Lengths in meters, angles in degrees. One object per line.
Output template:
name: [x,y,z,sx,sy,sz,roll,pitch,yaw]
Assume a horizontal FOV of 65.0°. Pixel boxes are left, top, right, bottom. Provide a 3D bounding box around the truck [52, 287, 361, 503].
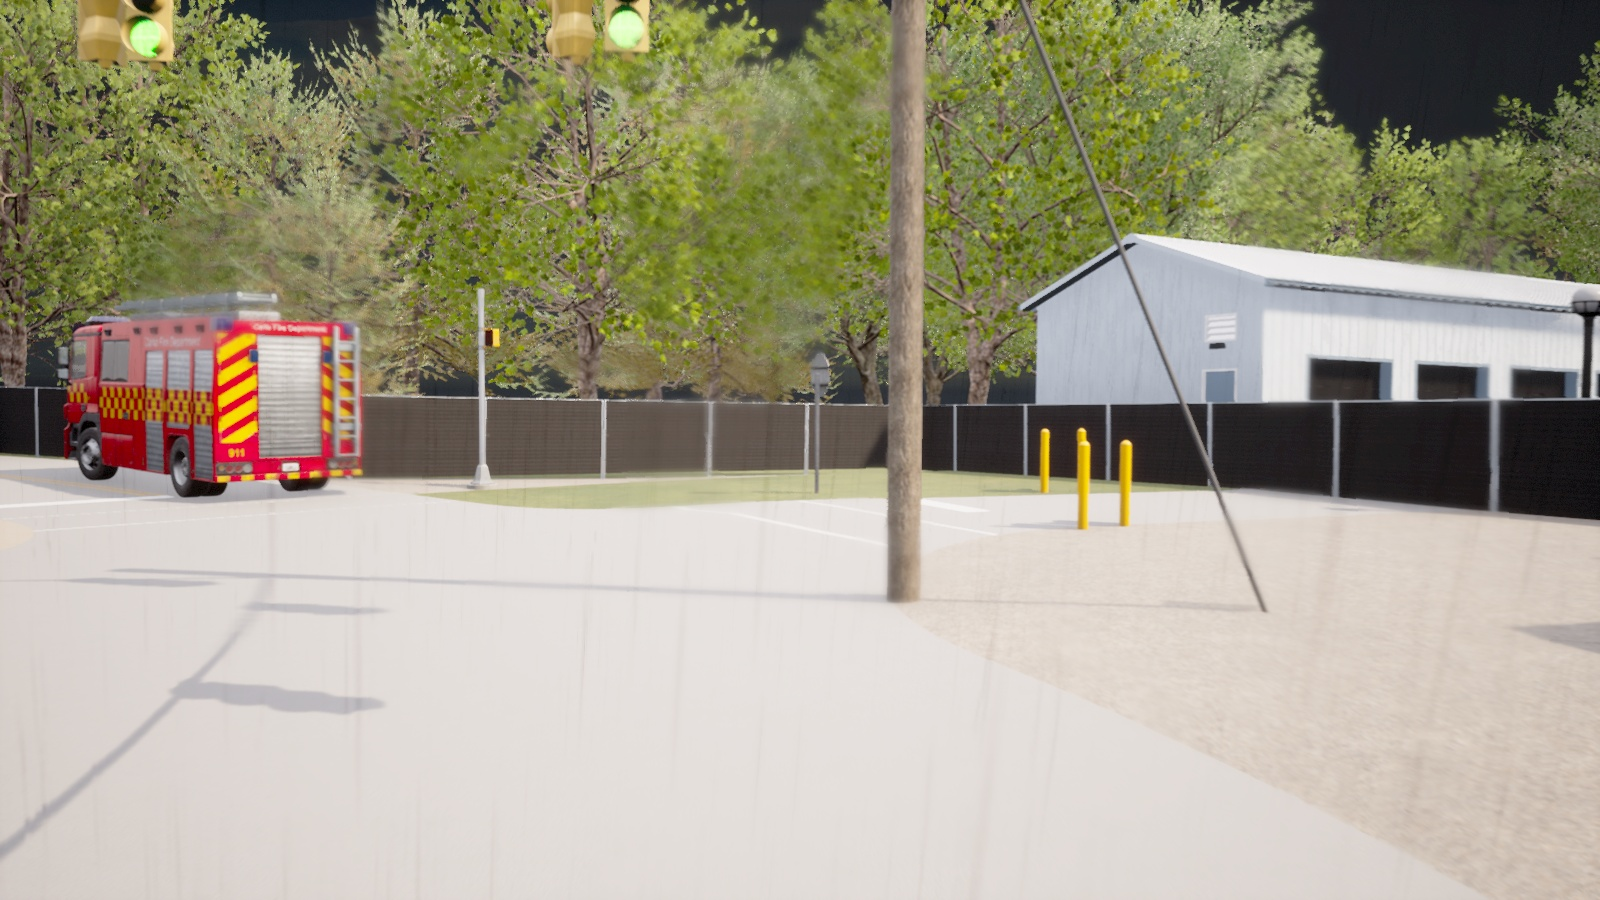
truck: [-12.597,-1.221,26.202,8.468,3.827,2.891,4,4,43]
